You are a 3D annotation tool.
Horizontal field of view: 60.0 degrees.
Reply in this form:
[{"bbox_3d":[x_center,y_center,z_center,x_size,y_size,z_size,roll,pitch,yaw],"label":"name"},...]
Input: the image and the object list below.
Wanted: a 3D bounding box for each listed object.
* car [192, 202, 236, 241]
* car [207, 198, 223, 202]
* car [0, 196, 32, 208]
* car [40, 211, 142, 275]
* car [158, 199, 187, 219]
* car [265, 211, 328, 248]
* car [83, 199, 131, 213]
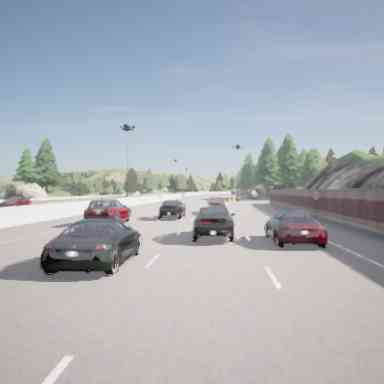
[{"bbox_3d":[1.060,1.442,16.278,1.837,1.490,4.892,0,0,4],"label":"car"},{"bbox_3d":[2.476,1.393,34.497,1.812,1.442,4.674,0,0,5],"label":"car"},{"bbox_3d":[-21.684,1.280,41.224,1.812,1.442,4.674,0,0,5],"label":"car"},{"bbox_3d":[-2.872,1.511,10.309,1.994,1.385,4.181,0,0,4],"label":"car"},{"bbox_3d":[-1.571,1.386,27.658,1.837,1.490,4.892,0,0,4],"label":"car"},{"bbox_3d":[4.459,1.519,14.743,1.994,1.385,4.181,0,0,4],"label":"car"},{"bbox_3d":[-5.507,1.241,22.165,2.097,1.767,4.553,0,0,4],"label":"car"}]
